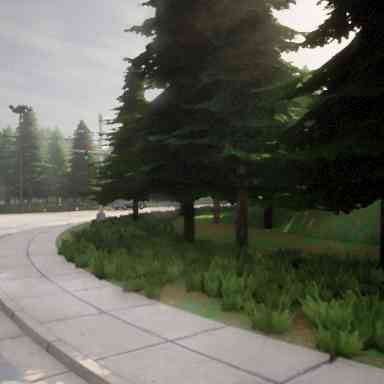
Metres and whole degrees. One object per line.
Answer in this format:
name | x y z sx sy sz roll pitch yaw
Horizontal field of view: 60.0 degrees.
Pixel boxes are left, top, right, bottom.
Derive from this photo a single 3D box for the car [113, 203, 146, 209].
car | -8.133 1.613 43.510 2.128 1.511 4.902 0 0 37
